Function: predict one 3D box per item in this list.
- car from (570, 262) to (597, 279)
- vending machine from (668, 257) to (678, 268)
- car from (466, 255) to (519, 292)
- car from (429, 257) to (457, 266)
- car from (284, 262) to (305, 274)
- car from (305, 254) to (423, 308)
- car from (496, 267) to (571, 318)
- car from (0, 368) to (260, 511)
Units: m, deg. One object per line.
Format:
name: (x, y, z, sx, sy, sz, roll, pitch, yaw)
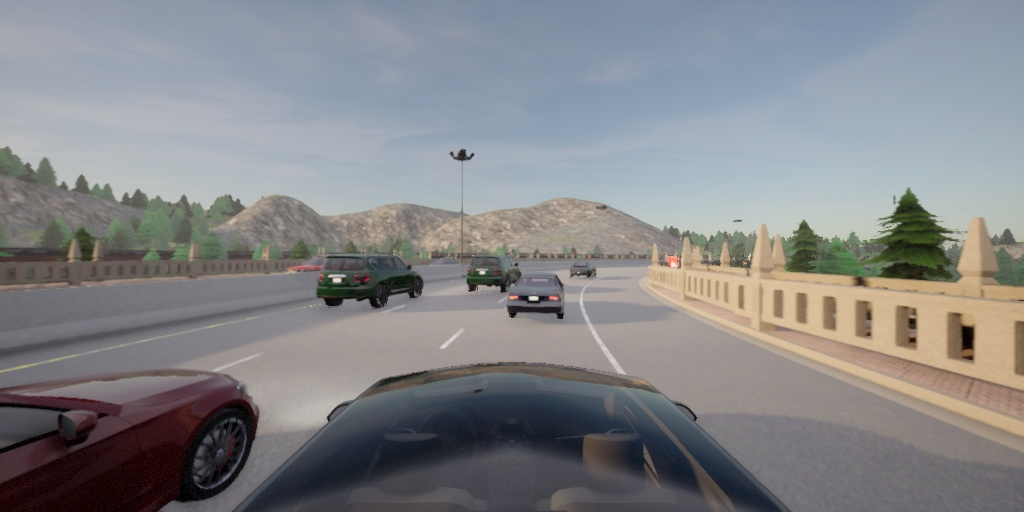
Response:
car: (6.795, 1.284, 33.958, 2.128, 1.511, 4.902, 0, 0, 22)
vending machine: (16.562, 1.035, 36.873, 1.100, 2.100, 0.880, 0, 0, 27)
car: (-0.954, 0.973, 21.388, 2.150, 2.045, 5.566, 0, 0, 13)
car: (-9.462, 1.071, 49.348, 2.097, 1.767, 4.553, 0, 0, 27)
car: (-11.601, 0.922, 22.702, 2.150, 2.045, 5.566, 0, 0, 13)
car: (-5.723, 0.948, 15.189, 2.150, 2.045, 5.566, 0, 0, 8)
car: (1.005, 1.306, 13.111, 2.033, 1.411, 5.357, 0, 0, 8)
car: (-3.313, 1.260, 1.453, 1.812, 1.442, 4.674, 0, 0, 0)
